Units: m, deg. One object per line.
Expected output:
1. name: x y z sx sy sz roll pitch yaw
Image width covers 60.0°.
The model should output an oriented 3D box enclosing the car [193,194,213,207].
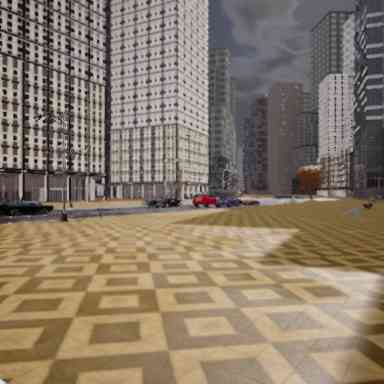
1. car: 2.270 1.342 52.694 2.150 2.045 5.566 0 -1 33

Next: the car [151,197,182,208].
1. car: -3.490 1.591 50.061 1.837 1.490 4.892 0 -1 34

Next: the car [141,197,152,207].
1. car: -5.925 1.574 52.267 2.128 1.511 4.902 0 0 34

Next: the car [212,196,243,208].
1. car: 5.595 1.487 51.865 2.097 1.767 4.553 0 0 33

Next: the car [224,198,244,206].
1. car: 7.885 1.781 61.776 1.895 1.301 4.718 0 0 30

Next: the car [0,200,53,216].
1. car: -15.884 1.548 31.762 1.895 1.301 4.718 0 0 34

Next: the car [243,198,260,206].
1. car: 10.666 1.787 60.094 1.895 1.301 4.718 0 0 30
